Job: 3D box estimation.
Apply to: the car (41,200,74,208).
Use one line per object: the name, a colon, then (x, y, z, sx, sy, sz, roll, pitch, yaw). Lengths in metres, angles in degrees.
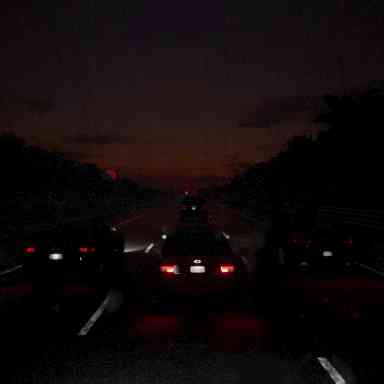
car: (-14.055, 1.694, 35.828, 1.812, 1.442, 4.674, 0, 0, 0)

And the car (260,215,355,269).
car: (3.610, 1.502, 11.309, 1.882, 1.535, 5.008, 0, 0, 0)

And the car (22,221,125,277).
car: (-3.389, 1.584, 10.283, 1.994, 1.385, 4.181, 0, 0, 0)

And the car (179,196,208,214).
car: (0.128, 1.340, 27.625, 2.150, 2.045, 5.566, 0, 0, 0)

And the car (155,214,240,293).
car: (0.109, 1.563, 8.992, 2.033, 1.411, 5.357, 0, 0, 0)

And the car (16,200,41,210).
car: (-17.549, 1.667, 36.900, 2.128, 1.511, 4.902, 0, 0, 0)
